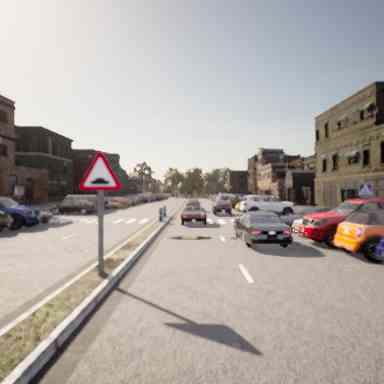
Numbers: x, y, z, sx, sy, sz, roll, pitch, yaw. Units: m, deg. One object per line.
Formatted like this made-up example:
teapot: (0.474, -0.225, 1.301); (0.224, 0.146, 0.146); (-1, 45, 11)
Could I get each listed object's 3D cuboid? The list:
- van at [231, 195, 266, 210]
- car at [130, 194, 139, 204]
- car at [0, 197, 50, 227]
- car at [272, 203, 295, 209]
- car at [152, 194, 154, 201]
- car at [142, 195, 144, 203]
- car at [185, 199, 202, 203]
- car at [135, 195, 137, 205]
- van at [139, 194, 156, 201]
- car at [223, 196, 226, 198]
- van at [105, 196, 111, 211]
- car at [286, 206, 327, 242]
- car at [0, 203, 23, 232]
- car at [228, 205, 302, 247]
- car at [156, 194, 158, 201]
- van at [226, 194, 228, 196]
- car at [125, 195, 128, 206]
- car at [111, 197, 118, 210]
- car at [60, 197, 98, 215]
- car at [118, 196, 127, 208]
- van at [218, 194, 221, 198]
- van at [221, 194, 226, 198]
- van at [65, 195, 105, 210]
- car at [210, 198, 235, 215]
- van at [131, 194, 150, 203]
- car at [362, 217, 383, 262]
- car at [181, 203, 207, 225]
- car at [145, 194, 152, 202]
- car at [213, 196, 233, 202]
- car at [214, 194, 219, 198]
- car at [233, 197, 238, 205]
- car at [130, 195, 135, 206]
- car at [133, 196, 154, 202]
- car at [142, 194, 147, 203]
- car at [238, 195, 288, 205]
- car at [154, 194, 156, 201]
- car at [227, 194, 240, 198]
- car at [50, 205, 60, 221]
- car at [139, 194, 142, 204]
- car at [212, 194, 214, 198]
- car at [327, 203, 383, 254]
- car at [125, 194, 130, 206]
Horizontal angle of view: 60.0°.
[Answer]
van: (7.594, 1.437, 44.954); (4.442, 1.987, 1.878); (0, 0, 0)
car: (-12.446, 1.549, 60.146); (4.553, 1.767, 2.185); (0, 0, 0)
car: (-12.540, 1.306, 21.237); (5.566, 2.045, 2.435); (0, 0, 0)
car: (7.642, 1.614, 20.132); (4.792, 1.488, 2.163); (0, 0, 0)
car: (-12.252, 1.754, 76.820); (5.366, 1.575, 1.946); (0, 0, 0)
car: (-12.461, 1.738, 65.705); (4.674, 1.452, 2.002); (0, 0, 0)
car: (0.165, 1.681, 41.618); (1.837, 1.490, 4.892); (0, 0, 0)
car: (-12.489, 1.667, 57.368); (4.892, 1.521, 2.231); (0, 0, 0)
van: (-12.515, 1.653, 93.497); (4.442, 1.987, 1.878); (0, 0, 0)
car: (7.721, 1.721, 53.226); (4.674, 1.452, 2.002); (0, 0, 0)
van: (-12.639, 1.394, 40.694); (4.442, 1.987, 1.878); (0, 0, 0)
car: (7.670, 1.611, 17.374); (4.674, 1.452, 2.002); (0, 0, 0)
car: (-12.568, 1.548, 18.457); (4.892, 1.521, 2.231); (0, 0, 0)
car: (3.121, 1.595, 15.486); (2.033, 1.411, 5.357); (0, 1, 0)
car: (-12.403, 1.895, 90.590); (4.674, 1.452, 2.002); (0, 0, 0)
van: (7.836, 1.448, 50.469); (4.442, 1.987, 1.878); (0, 0, 0)
car: (-12.497, 1.642, 49.031); (5.008, 1.535, 2.097); (0, 0, 0)
car: (-12.518, 1.668, 43.472); (4.674, 1.452, 2.002); (0, 0, 0)
car: (-12.529, 1.605, 35.134); (4.892, 1.521, 2.231); (0, 0, 0)
car: (-12.324, 1.632, 46.251); (5.366, 1.575, 1.946); (0, 0, 0)
van: (7.857, 1.489, 64.255); (4.442, 1.987, 1.878); (0, 0, 0)
van: (7.849, 1.469, 58.742); (4.442, 1.987, 1.878); (0, 0, 0)
van: (-12.646, 1.386, 37.914); (4.442, 1.987, 1.878); (0, 0, 0)
car: (3.156, 1.666, 35.753); (1.837, 1.490, 4.892); (0, 0, 0)
van: (-12.314, 1.548, 79.601); (4.442, 1.987, 1.878); (0, 0, 0)
car: (7.652, 1.569, 9.231); (4.674, 1.452, 2.002); (0, 0, 0)
car: (0.137, 1.727, 25.442); (1.895, 1.301, 4.718); (0, 0, 0)
car: (-12.416, 1.488, 74.044); (5.566, 2.045, 2.435); (0, 0, 0)
car: (7.768, 1.855, 83.554); (4.674, 1.452, 2.002); (0, 0, 0)
car: (7.773, 1.474, 67.014); (5.566, 2.045, 2.435); (0, 0, 0)
car: (7.696, 1.650, 39.313); (5.008, 1.535, 2.097); (0, 0, 0)
car: (-12.485, 1.657, 54.591); (5.008, 1.535, 2.097); (0, 0, 0)
car: (-12.412, 1.814, 85.158); (4.892, 1.521, 2.231); (0, 0, 0)
car: (-12.451, 1.712, 68.484); (4.892, 1.521, 2.231); (0, 0, 0)
car: (7.728, 1.517, 36.556); (4.553, 1.767, 2.185); (0, 0, 0)
car: (-12.396, 1.541, 82.379); (5.566, 2.045, 2.435); (0, 0, 0)
car: (7.735, 1.406, 42.196); (5.566, 2.045, 2.435); (0, 0, 0)
car: (-12.532, 1.597, 24.016); (4.792, 1.488, 2.163); (0, 0, 0)
car: (-12.439, 1.561, 62.927); (4.553, 1.767, 2.185); (0, 0, 0)
car: (7.756, 1.782, 78.041); (4.892, 1.521, 2.231); (0, 0, 0)
car: (7.628, 1.417, 11.859); (4.553, 1.767, 2.185); (0, 0, 0)
car: (-12.528, 1.524, 51.810); (4.553, 1.767, 2.185); (0, 0, 0)
